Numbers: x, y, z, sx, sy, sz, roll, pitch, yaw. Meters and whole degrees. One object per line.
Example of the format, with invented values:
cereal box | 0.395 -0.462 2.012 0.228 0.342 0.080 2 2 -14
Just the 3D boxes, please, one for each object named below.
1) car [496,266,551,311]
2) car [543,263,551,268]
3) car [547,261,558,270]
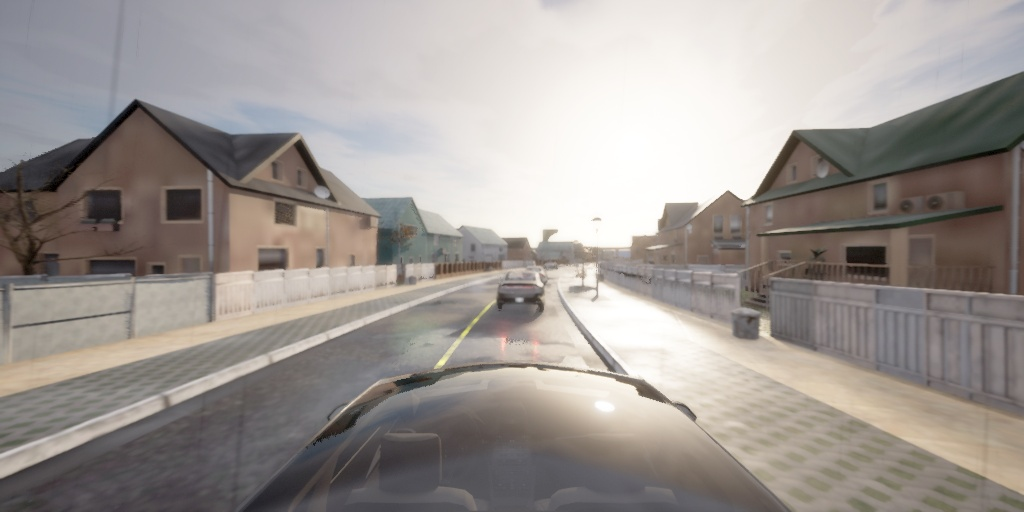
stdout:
car | 0.453 1.366 15.187 2.128 1.511 4.902 0 0 5
car | 1.848 1.539 29.018 2.033 1.411 5.357 0 0 8
car | 6.810 1.706 63.295 2.128 1.511 4.902 0 0 18
